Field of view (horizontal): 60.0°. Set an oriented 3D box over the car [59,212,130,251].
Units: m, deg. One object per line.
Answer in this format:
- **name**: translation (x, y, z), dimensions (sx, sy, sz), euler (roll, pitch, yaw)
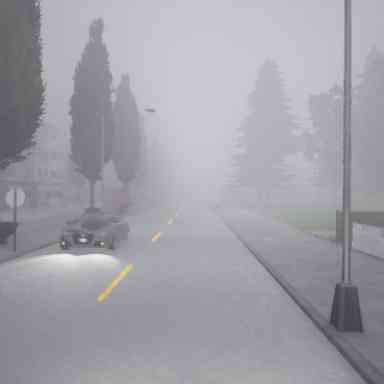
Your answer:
- **car**: translation (-3.890, 1.539, 13.941), dimensions (1.994, 1.385, 4.181), euler (0, 0, 1)
